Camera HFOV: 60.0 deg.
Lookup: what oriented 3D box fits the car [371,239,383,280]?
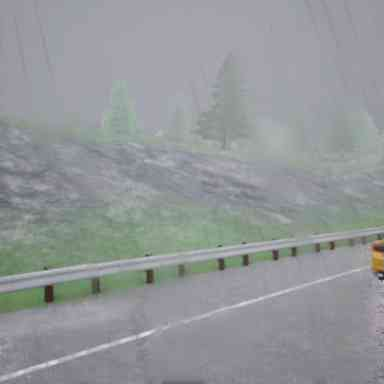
[{"bbox_3d":[6.728,1.530,8.937,5.008,1.535,1.882,0,-1,-37],"label":"car"}]
